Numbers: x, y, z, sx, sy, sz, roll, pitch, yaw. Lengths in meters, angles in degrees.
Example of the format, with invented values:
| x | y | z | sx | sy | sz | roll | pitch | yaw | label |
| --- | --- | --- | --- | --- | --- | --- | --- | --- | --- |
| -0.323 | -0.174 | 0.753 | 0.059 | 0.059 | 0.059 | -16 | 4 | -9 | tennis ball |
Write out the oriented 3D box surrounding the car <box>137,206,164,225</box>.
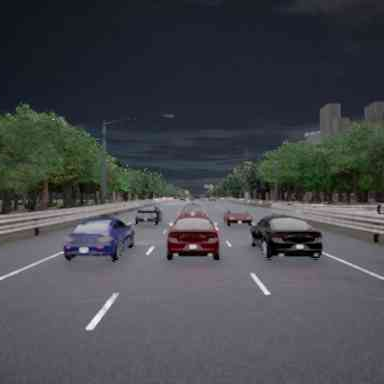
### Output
| x | y | z | sx | sy | sz | roll | pitch | yaw | label |
| --- | --- | --- | --- | --- | --- | --- | --- | --- | --- |
| -3.451 | 1.869 | 27.304 | 2.128 | 1.511 | 4.902 | 0 | -1 | 0 | car |

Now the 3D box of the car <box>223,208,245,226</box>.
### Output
| x | y | z | sx | sy | sz | roll | pitch | yaw | label |
| --- | --- | --- | --- | --- | --- | --- | --- | --- | --- |
| 3.545 | 1.970 | 26.667 | 1.895 | 1.301 | 4.718 | 0 | -1 | 0 | car |

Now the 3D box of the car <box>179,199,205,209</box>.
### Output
| x | y | z | sx | sy | sz | roll | pitch | yaw | label |
| --- | --- | --- | --- | --- | --- | --- | --- | --- | --- |
| 0.050 | 1.727 | 27.224 | 2.097 | 1.767 | 4.553 | 0 | -1 | 0 | car |

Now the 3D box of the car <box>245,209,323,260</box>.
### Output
| x | y | z | sx | sy | sz | roll | pitch | yaw | label |
| --- | --- | --- | --- | --- | --- | --- | --- | --- | --- |
| 3.555 | 1.669 | 13.372 | 1.882 | 1.535 | 5.008 | 0 | -1 | 0 | car |

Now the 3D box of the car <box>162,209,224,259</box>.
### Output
| x | y | z | sx | sy | sz | roll | pitch | yaw | label |
| --- | --- | --- | --- | --- | --- | --- | --- | --- | --- |
| 0.057 | 1.671 | 13.458 | 1.882 | 1.535 | 5.008 | 0 | 0 | 1 | car |

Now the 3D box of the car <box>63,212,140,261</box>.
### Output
| x | y | z | sx | sy | sz | roll | pitch | yaw | label |
| --- | --- | --- | --- | --- | --- | --- | --- | --- | --- |
| -3.445 | 1.712 | 12.959 | 1.812 | 1.442 | 4.674 | 0 | -1 | 1 | car |
